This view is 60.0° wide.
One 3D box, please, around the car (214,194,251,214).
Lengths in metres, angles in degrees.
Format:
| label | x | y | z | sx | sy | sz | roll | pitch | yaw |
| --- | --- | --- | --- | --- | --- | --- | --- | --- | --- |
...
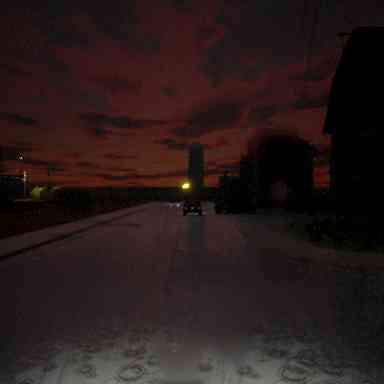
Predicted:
| label | x | y | z | sx | sy | sz | roll | pitch | yaw |
| --- | --- | --- | --- | --- | --- | --- | --- | --- | --- |
| car | 4.180 | 1.198 | 34.233 | 1.905 | 1.878 | 3.866 | -7 | 3 | -42 |

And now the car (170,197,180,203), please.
| label | x | y | z | sx | sy | sz | roll | pitch | yaw |
| --- | --- | --- | --- | --- | --- | --- | --- | --- | --- |
| car | -3.471 | 1.626 | 68.272 | 1.895 | 1.301 | 4.718 | 0 | 0 | 0 |

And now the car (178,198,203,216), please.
| label | x | y | z | sx | sy | sz | roll | pitch | yaw |
| --- | --- | --- | --- | --- | --- | --- | --- | --- | --- |
| car | 0.056 | 1.533 | 32.332 | 2.033 | 1.411 | 5.357 | 0 | -1 | 1 |
